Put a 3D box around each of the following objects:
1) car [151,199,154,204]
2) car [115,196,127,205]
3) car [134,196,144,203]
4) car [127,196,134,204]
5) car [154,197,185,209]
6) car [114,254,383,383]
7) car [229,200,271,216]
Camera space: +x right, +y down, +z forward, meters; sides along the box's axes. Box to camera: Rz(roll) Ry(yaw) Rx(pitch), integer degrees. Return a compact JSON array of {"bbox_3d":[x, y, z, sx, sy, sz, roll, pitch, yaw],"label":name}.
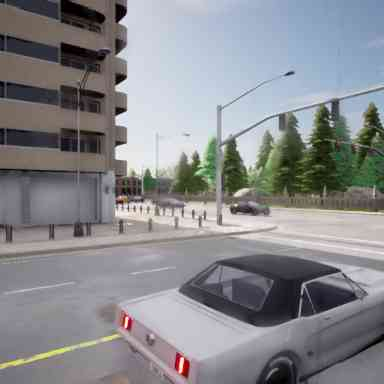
[{"bbox_3d":[-5.626,1.603,61.120,2.033,1.411,5.357,0,0,-36],"label":"car"},{"bbox_3d":[-14.215,1.656,60.909,1.895,1.301,4.718,0,0,-36],"label":"car"},{"bbox_3d":[-11.655,1.580,69.477,1.812,1.442,4.674,0,0,-36],"label":"car"},{"bbox_3d":[-14.271,1.533,67.129,1.882,1.535,5.008,0,0,-36],"label":"car"},{"bbox_3d":[-2.774,1.580,44.827,1.812,1.442,4.674,0,0,-36],"label":"car"},{"bbox_3d":[1.445,1.601,4.808,4.718,1.301,1.895,0,0,-35],"label":"car"},{"bbox_3d":[5.671,1.581,33.070,1.812,1.442,4.674,0,0,-36],"label":"car"}]
